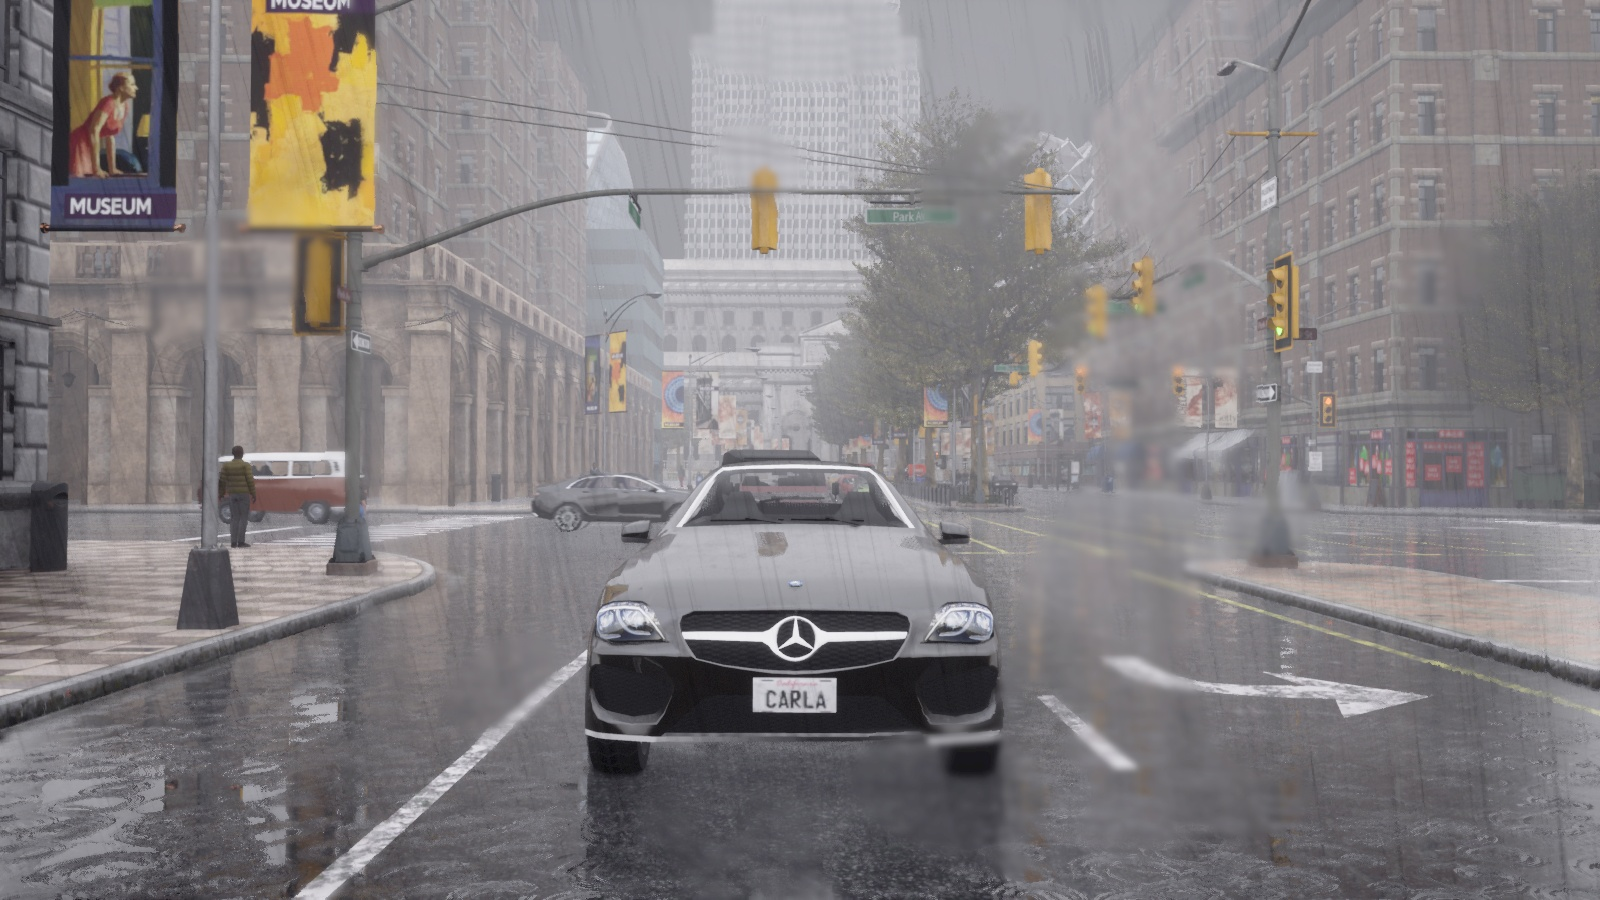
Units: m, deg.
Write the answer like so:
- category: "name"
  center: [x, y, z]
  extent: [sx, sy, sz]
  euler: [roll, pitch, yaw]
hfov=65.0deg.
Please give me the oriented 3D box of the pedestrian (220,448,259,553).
- category: "pedestrian"
  center: [-9.985, 0.886, 22.381]
  extent: [0.370, 1.835, 0.726]
  euler: [0, -1, 1]

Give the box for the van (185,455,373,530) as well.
- category: "van"
  center: [-14.775, 1.197, 35.786]
  extent: [4.480, 2.038, 2.069]
  euler: [0, -1, 0]

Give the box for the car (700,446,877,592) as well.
- category: "car"
  center: [-0.294, 0.918, 18.273]
  extent: [1.905, 1.878, 3.866]
  euler: [0, -1, -11]

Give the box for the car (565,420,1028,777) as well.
- category: "car"
  center: [-0.025, 0.733, 8.363]
  extent: [2.152, 1.651, 5.027]
  euler: [0, -1, 0]

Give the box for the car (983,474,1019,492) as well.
- category: "car"
  center: [14.742, 2.402, 92.327]
  extent: [1.895, 1.301, 4.718]
  euler: [0, -1, 0]

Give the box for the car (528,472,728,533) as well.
- category: "car"
  center: [-4.358, 1.331, 32.409]
  extent: [4.902, 1.511, 2.128]
  euler: [0, -1, -1]
